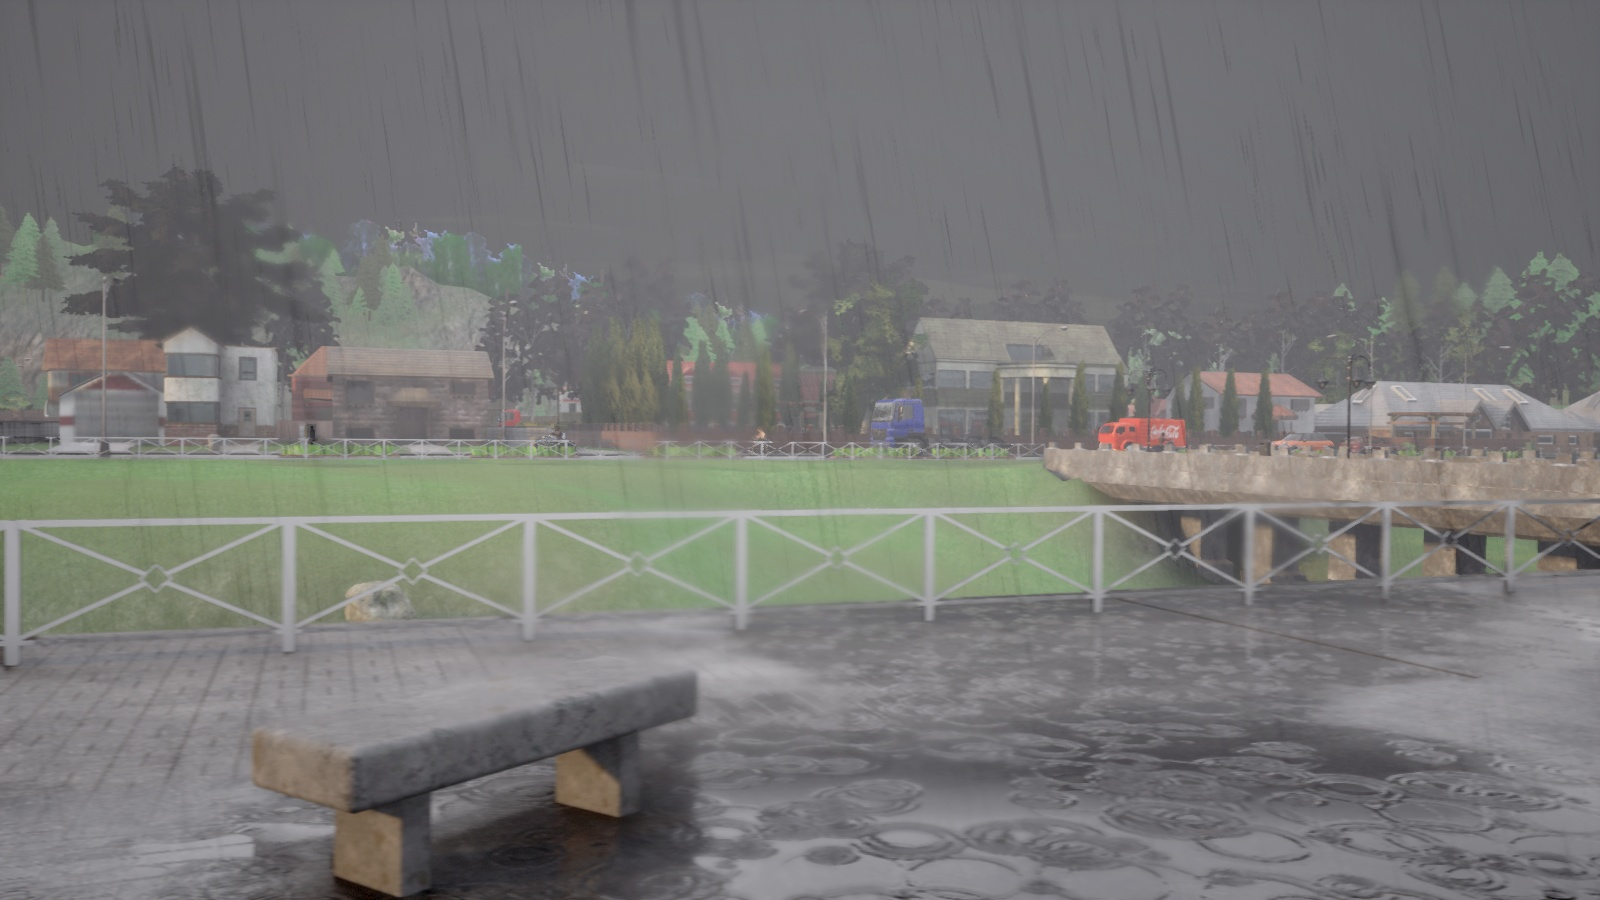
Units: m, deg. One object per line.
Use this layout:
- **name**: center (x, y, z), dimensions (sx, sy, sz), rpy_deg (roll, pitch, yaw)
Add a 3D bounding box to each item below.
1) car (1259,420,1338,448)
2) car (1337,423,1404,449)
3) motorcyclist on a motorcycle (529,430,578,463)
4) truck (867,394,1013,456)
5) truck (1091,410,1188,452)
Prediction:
- **car**: center (32.607, -1.032, 82.125), dimensions (4.553, 1.767, 2.097), rpy_deg (-1, 1, -21)
- **car**: center (35.945, -0.899, 79.115), dimensions (3.705, 1.549, 1.789), rpy_deg (-1, 1, -21)
- **motorcyclist on a motorcycle**: center (-12.752, -0.170, 64.917), dimensions (2.350, 1.649, 0.766), rpy_deg (-1, 1, -21)
- **truck**: center (8.142, -1.457, 72.833), dimensions (7.936, 3.462, 2.891), rpy_deg (-1, 1, -21)
- **truck**: center (21.006, -1.181, 77.720), dimensions (5.204, 2.467, 2.627), rpy_deg (-1, 1, -21)
